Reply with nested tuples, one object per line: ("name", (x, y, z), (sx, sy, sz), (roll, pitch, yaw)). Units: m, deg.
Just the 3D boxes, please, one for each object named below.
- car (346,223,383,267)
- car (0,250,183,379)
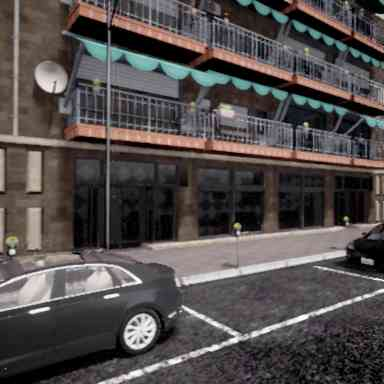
("car", (6.916, 1.687, 11.036), (4.313, 1.339, 1.947), (1, -1, -36))
("car", (-2.191, 1.559, 4.537), (4.403, 1.369, 2.008), (1, -1, -36))
